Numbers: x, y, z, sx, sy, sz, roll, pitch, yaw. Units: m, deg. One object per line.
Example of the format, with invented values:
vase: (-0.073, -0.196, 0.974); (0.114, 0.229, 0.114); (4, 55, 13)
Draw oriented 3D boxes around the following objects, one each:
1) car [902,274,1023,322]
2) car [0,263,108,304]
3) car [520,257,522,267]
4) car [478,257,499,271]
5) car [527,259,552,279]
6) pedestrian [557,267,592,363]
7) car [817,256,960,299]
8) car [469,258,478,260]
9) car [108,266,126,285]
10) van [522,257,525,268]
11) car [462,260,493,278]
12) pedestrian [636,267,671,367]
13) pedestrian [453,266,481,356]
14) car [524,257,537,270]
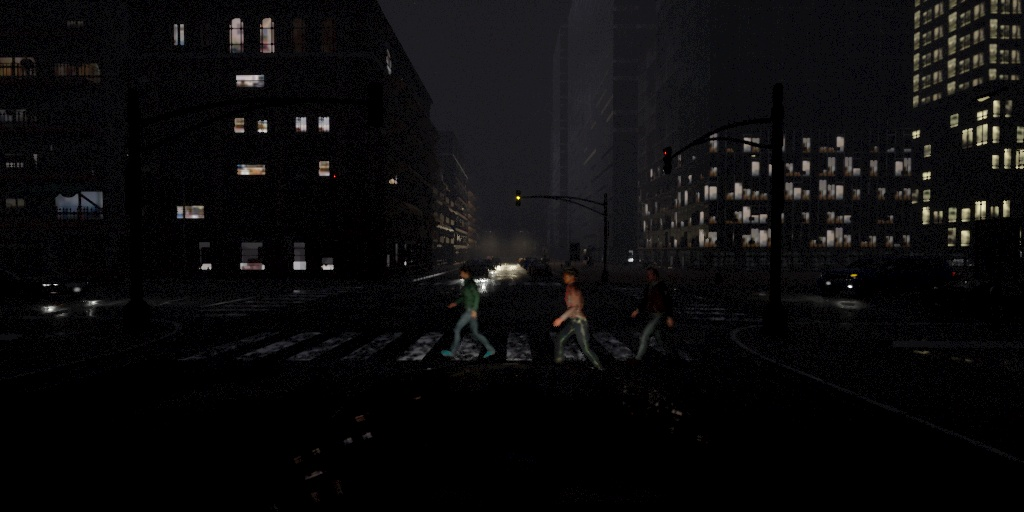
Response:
car: (16.707, 1.445, 12.228); (4.403, 1.370, 2.007); (0, 0, 1)
car: (-21.125, 1.169, 15.426); (4.902, 1.511, 2.128); (0, 1, 1)
car: (2.617, 1.238, 55.109); (1.888, 1.381, 4.507); (0, 0, 0)
car: (-3.127, 1.210, 47.270); (1.837, 1.490, 4.892); (0, 0, 0)
car: (2.634, 1.270, 32.525); (1.888, 1.381, 4.507); (0, 0, 0)
pedestrian: (0.975, 1.043, 5.622); (0.375, 1.860, 0.375); (-1, 1, 0)
car: (18.786, 1.032, 18.105); (5.566, 2.045, 2.150); (0, 1, 1)
car: (-5.726, 1.268, 49.423); (1.948, 1.339, 4.313); (0, 0, 0)
car: (-25.871, 1.109, 21.394); (4.507, 1.381, 1.888); (0, 0, 1)
van: (2.622, 1.043, 49.462); (1.690, 1.789, 3.998); (0, 0, 0)
car: (-3.113, 1.289, 32.864); (1.994, 1.385, 4.181); (0, 0, 0)
pedestrian: (2.501, 1.045, 6.346); (0.375, 1.860, 0.375); (-1, 1, 0)
pedestrian: (-0.860, 1.042, 6.866); (0.375, 1.860, 0.375); (-1, 1, 0)
car: (2.630, 1.157, 38.170); (1.967, 1.591, 4.097); (0, 0, 0)
